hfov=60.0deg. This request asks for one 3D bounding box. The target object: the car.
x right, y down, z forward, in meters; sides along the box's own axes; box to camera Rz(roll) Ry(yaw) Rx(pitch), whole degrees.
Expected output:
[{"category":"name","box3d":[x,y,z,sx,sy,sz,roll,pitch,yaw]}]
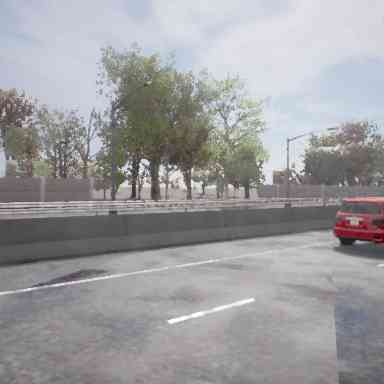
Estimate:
[{"category":"car","box3d":[8.294,1.257,14.085,5.566,2.045,2.150,0,0,-35]}]
